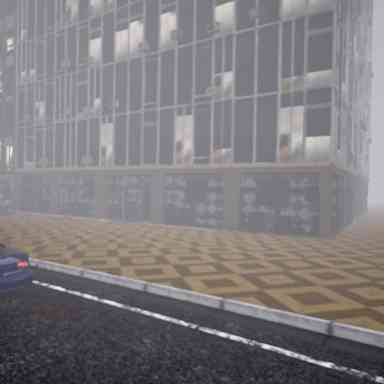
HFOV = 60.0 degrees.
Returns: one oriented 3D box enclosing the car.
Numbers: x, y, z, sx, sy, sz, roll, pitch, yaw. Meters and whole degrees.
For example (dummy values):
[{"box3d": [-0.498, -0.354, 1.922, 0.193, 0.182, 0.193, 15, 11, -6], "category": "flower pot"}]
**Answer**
[{"box3d": [-5.783, 1.489, 7.494, 5.357, 1.411, 2.033, 0, 0, 33], "category": "car"}]
